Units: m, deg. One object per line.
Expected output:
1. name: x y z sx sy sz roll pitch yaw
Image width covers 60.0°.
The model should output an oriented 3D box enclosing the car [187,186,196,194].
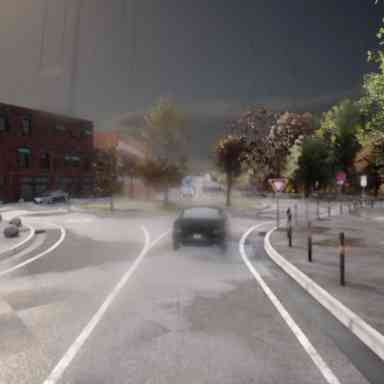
1. car: -0.117 -0.573 85.527 2.150 2.045 5.566 0 1 1

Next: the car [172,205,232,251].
1. car: 0.501 1.244 13.149 1.882 1.535 5.008 0 1 8

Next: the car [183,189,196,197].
1. car: -0.773 0.227 59.594 2.033 1.411 5.357 0 1 -1

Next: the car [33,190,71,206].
1. car: -15.126 0.601 36.122 2.128 1.511 4.902 0 2 12
